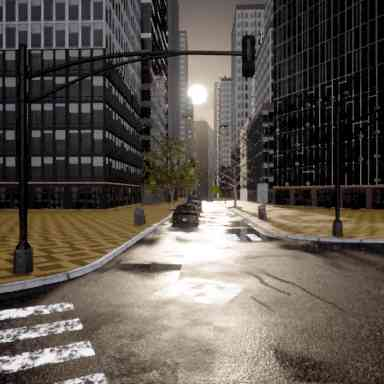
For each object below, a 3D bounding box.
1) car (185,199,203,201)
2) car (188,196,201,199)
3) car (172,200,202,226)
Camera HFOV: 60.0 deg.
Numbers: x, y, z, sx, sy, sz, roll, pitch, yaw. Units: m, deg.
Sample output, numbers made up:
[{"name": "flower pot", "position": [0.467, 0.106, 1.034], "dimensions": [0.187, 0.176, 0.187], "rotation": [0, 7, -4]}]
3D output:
[{"name": "car", "position": [-0.068, 1.777, 35.628], "dimensions": [1.812, 1.442, 4.674], "rotation": [0, 0, 2]}, {"name": "car", "position": [0.311, 1.554, 46.281], "dimensions": [2.150, 2.045, 5.566], "rotation": [0, 0, 2]}, {"name": "car", "position": [-0.433, 1.654, 25.415], "dimensions": [1.882, 1.535, 5.008], "rotation": [0, 0, 2]}]
